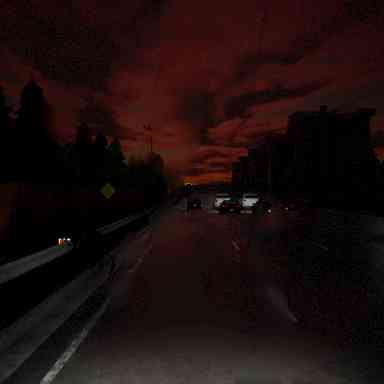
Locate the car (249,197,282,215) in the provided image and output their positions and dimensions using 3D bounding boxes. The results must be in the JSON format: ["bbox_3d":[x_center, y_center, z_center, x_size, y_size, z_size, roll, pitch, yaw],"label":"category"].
[{"bbox_3d":[7.295,1.505,33.596,1.837,1.490,4.892,0,0,0],"label":"car"}]

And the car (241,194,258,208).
[{"bbox_3d":[7.339,1.221,43.506,2.150,2.045,5.566,0,0,0],"label":"car"}]

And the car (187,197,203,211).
[{"bbox_3d":[0.341,1.547,40.675,2.033,1.411,5.357,0,0,0],"label":"car"}]

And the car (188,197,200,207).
[{"bbox_3d":[0.268,1.526,51.025,1.812,1.442,4.674,0,0,0],"label":"car"}]

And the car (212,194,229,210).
[{"bbox_3d":[3.837,1.221,43.944,2.150,2.045,5.566,0,0,0],"label":"car"}]

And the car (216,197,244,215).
[{"bbox_3d":[3.798,1.526,34.029,1.812,1.442,4.674,0,0,0],"label":"car"}]

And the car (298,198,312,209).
[{"bbox_3d":[14.344,1.478,44.306,1.882,1.535,5.008,0,0,0],"label":"car"}]

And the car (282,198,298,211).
[{"bbox_3d":[10.829,1.601,40.215,1.895,1.301,4.718,0,0,0],"label":"car"}]

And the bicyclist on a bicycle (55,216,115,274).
[{"bbox_3d":[-2.909,1.491,9.103,1.656,1.620,0.582,4,0,-1],"label":"bicyclist on a bicycle"}]
